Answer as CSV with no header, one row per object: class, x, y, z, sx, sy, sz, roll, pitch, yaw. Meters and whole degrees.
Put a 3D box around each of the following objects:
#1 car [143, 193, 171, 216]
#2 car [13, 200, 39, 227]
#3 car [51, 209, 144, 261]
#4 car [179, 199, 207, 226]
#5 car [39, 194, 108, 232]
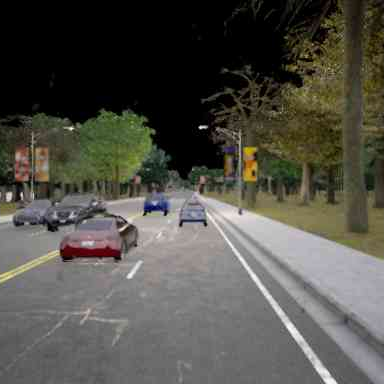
car,-3.233,1.102,31.292,2.150,2.045,5.566,0,0,0
car,-9.788,1.266,21.931,2.097,1.767,4.553,0,0,0
car,-3.161,1.515,12.067,1.994,1.385,4.181,0,0,0
car,0.059,1.459,22.831,2.033,1.411,5.357,0,0,0
car,-6.556,1.149,19.651,2.150,2.045,5.566,0,0,0
